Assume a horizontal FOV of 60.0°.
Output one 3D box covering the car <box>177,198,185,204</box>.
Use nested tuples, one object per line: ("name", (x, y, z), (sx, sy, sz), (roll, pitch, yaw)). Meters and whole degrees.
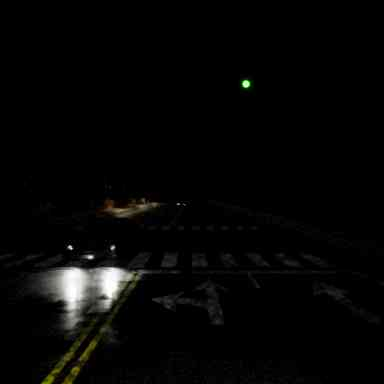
("car", (-3.137, 2.476, 95.614), (2.097, 1.767, 4.553), (0, -1, 0))

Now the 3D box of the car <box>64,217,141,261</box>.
("car", (-3.251, 1.735, 13.304), (2.033, 1.411, 5.357), (0, -1, 0))
